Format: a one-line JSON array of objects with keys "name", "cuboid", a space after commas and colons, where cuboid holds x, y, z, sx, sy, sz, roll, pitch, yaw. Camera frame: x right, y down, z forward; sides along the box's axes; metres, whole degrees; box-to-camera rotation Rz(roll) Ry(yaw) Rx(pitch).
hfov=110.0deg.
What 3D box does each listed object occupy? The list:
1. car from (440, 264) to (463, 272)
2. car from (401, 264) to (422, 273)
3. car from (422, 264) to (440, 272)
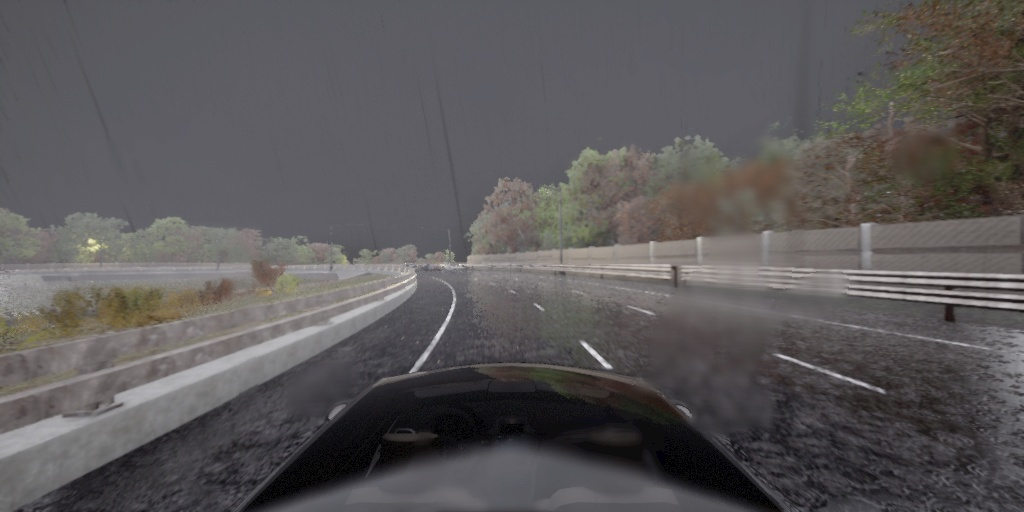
[{"name": "car", "cuboid": [-10.405, 2.028, 62.904, 1.895, 1.301, 4.718, -1, -1, -32]}, {"name": "car", "cuboid": [-17.247, 2.055, 60.532, 1.812, 1.442, 4.674, -1, -1, -33]}, {"name": "car", "cuboid": [-14.179, 2.038, 62.419, 2.033, 1.411, 5.357, -1, -1, -34]}]
